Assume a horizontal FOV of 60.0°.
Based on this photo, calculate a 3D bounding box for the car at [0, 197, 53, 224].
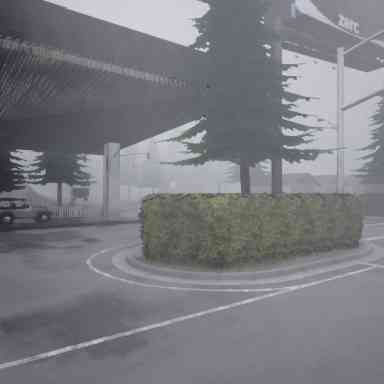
[{"bbox_3d":[-12.003,1.313,23.463,3.866,1.878,1.905,0,0,-36],"label":"car"}]
